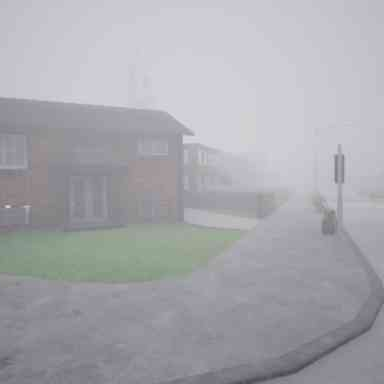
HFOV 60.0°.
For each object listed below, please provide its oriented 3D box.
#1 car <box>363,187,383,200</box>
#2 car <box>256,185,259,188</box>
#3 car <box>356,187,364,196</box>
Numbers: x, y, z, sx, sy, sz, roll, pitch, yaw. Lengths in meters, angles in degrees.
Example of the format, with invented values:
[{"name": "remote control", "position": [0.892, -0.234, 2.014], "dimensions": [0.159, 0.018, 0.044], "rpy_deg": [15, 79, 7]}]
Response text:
[{"name": "car", "position": [22.043, 0.198, 39.435], "dimensions": [1.994, 1.385, 4.181], "rpy_deg": [0, 2, 20]}, {"name": "car", "position": [9.291, -0.448, 55.111], "dimensions": [3.633, 1.501, 1.845], "rpy_deg": [0, 2, 20]}, {"name": "car", "position": [25.423, -0.099, 48.906], "dimensions": [1.994, 1.385, 4.181], "rpy_deg": [0, 2, 20]}]
